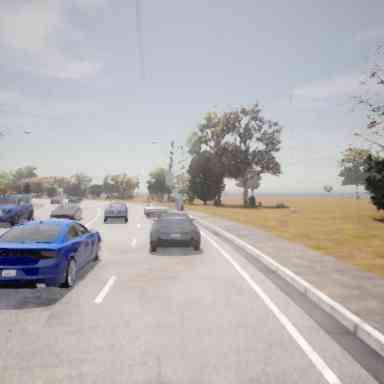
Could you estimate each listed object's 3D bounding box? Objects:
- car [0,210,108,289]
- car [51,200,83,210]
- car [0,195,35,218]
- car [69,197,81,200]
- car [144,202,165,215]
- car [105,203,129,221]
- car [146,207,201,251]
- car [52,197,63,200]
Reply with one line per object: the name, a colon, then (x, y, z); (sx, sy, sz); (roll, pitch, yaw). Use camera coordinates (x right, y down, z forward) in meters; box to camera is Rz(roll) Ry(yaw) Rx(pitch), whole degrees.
car: (-3.848, 1.490, 9.210); (1.882, 1.535, 5.008); (0, 0, -4)
car: (-9.699, 1.575, 26.054); (2.033, 1.411, 5.357); (0, 0, -11)
car: (-12.749, 1.252, 23.206); (2.150, 2.045, 5.566); (0, 0, -10)
car: (-22.985, 1.635, 65.387); (1.895, 1.301, 4.718); (0, 0, -27)
car: (-3.562, 1.624, 31.847); (1.895, 1.301, 4.718); (0, 0, -12)
car: (-6.130, 1.571, 27.059); (2.033, 1.411, 5.357); (0, 0, -11)
car: (-0.774, 1.573, 14.252); (1.994, 1.385, 4.181); (0, 0, -5)
car: (-25.072, 1.584, 61.702); (1.812, 1.442, 4.674); (0, 0, -25)
